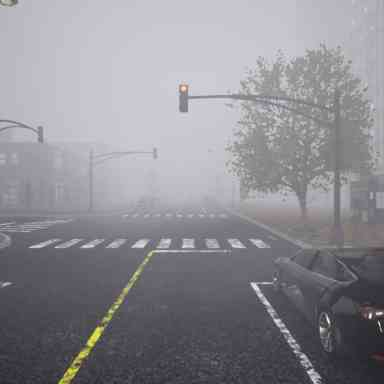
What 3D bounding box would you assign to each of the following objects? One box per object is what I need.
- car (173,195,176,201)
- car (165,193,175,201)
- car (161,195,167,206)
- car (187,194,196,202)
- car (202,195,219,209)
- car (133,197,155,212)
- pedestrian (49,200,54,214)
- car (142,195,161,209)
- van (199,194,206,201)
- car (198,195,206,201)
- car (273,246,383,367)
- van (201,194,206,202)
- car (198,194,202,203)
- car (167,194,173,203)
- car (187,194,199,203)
[{"bbox_3d":[-5.761,1.559,82.654,2.008,1.369,4.403,0,0,0],"label":"car"},{"bbox_3d":[-5.766,1.324,88.205,2.192,1.841,5.009,0,0,0],"label":"car"},{"bbox_3d":[-5.736,1.555,54.899,2.008,1.369,4.403,0,0,0],"label":"car"},{"bbox_3d":[-0.070,1.363,79.465,2.097,1.767,4.553,0,0,0],"label":"car"},{"bbox_3d":[2.654,1.529,43.977,1.752,1.417,4.829,0,0,0],"label":"car"},{"bbox_3d":[-5.721,1.585,38.246,1.802,1.307,4.206,0,0,0],"label":"car"},{"bbox_3d":[-12.776,1.319,30.243,0.375,1.300,0.375,0,-1,-1],"label":"pedestrian"},{"bbox_3d":[-5.725,1.318,43.797,2.192,1.841,5.009,0,0,0],"label":"car"},{"bbox_3d":[2.621,1.349,82.664,1.690,1.788,3.998,0,0,0],"label":"van"},{"bbox_3d":[2.614,1.535,88.385,1.752,1.417,4.829,0,0,0],"label":"car"},{"bbox_3d":[2.689,1.566,5.778,1.947,1.339,4.313,0,0,0],"label":"car"},{"bbox_3d":[2.650,1.345,49.359,1.690,1.788,3.998,0,0,0],"label":"van"},{"bbox_3d":[2.639,1.556,60.460,2.008,1.369,4.403,0,0,0],"label":"car"},{"bbox_3d":[-5.751,1.532,71.382,1.752,1.417,4.829,0,0,0],"label":"car"},{"bbox_3d":[0.030,1.570,69.546,1.994,1.385,4.181,0,0,1],"label":"car"}]
